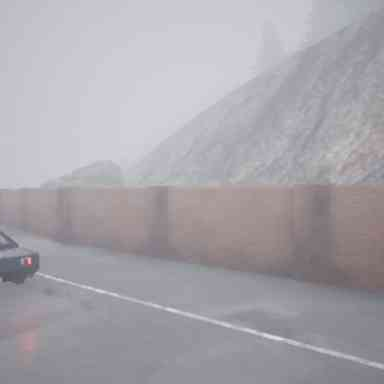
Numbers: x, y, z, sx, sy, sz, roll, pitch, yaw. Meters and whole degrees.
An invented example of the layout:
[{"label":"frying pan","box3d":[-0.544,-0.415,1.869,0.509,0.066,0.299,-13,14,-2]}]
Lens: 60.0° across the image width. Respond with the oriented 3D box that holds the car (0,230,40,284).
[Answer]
[{"label":"car","box3d":[-5.823,1.583,8.415,4.718,1.301,1.895,0,0,40]}]
